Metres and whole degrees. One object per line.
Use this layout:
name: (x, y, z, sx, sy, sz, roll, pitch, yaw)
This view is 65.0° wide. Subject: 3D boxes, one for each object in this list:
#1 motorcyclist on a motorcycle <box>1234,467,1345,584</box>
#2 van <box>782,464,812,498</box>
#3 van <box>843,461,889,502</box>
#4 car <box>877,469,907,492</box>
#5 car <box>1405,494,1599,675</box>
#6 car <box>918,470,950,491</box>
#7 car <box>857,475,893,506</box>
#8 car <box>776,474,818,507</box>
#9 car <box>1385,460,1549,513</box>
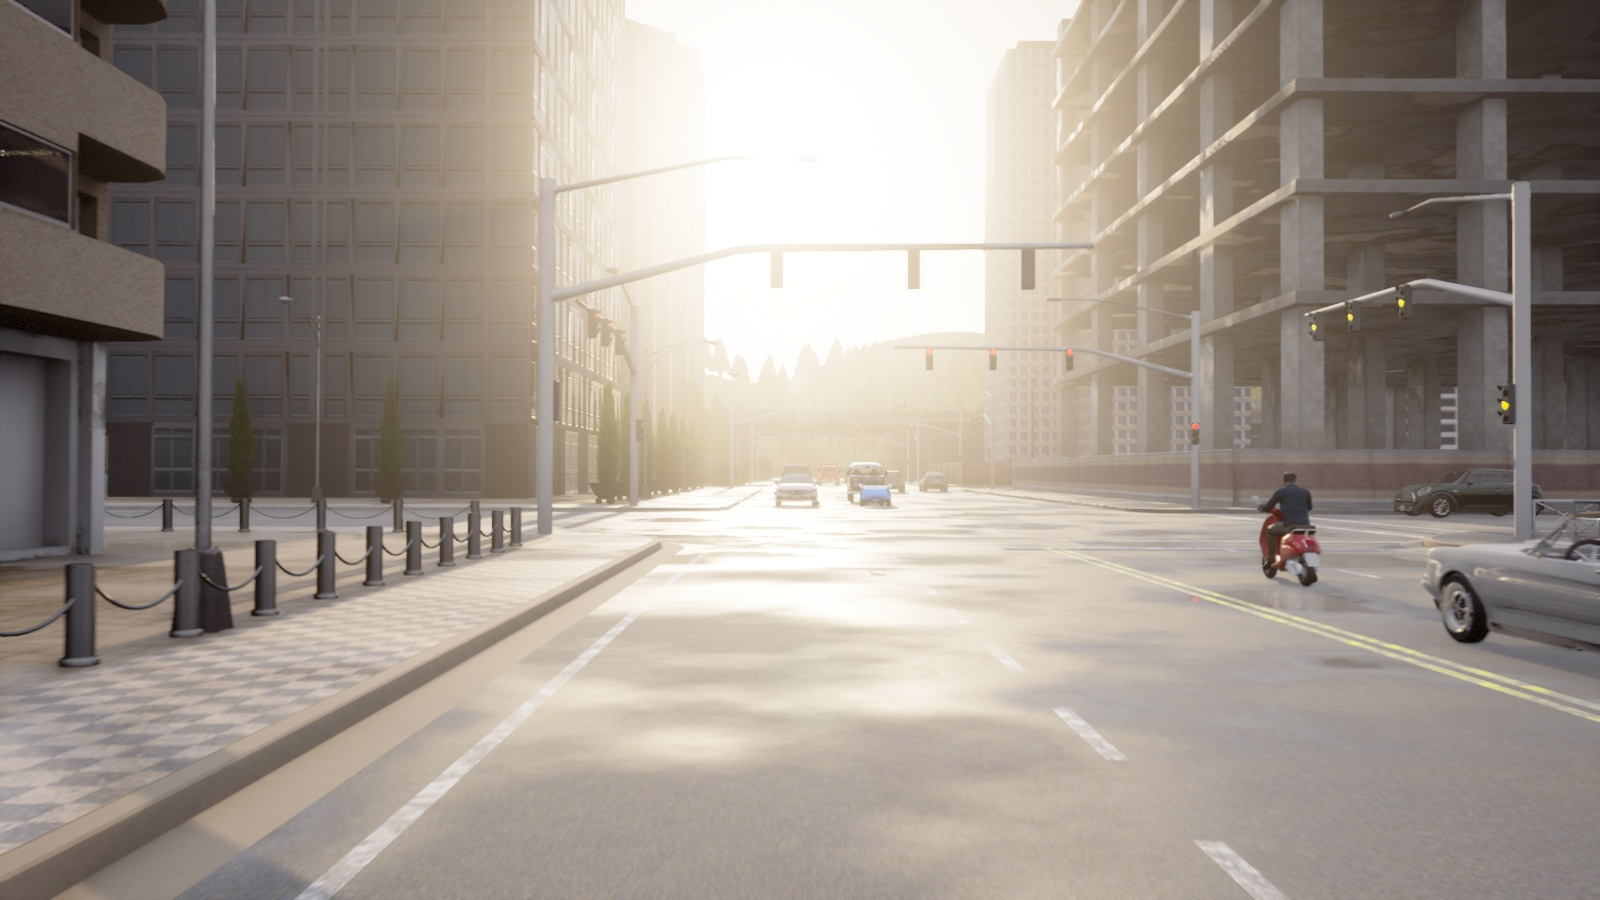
motorcyclist on a motorcycle: (6.956, 1.041, 17.947, 0.866, 1.590, 1.817, 0, -1, 0)
van: (-0.183, 1.825, 75.094, 1.775, 1.987, 4.442, 0, -1, 0)
van: (3.342, 1.601, 64.270, 2.069, 2.038, 4.480, 0, -1, 0)
car: (6.775, 2.237, 92.657, 1.851, 1.617, 3.988, 0, -1, 0)
car: (6.976, 1.057, 10.132, 1.895, 1.301, 4.718, 0, -1, 0)
car: (10.265, 2.335, 96.453, 2.007, 1.525, 4.514, 0, -1, 0)
car: (3.362, 1.805, 56.677, 1.481, 1.376, 2.207, 0, -1, 0)
car: (-0.137, 1.786, 56.468, 1.812, 1.442, 4.674, 0, -1, 0)
car: (22.957, 1.251, 43.347, 4.553, 1.767, 2.097, 0, -1, 0)
